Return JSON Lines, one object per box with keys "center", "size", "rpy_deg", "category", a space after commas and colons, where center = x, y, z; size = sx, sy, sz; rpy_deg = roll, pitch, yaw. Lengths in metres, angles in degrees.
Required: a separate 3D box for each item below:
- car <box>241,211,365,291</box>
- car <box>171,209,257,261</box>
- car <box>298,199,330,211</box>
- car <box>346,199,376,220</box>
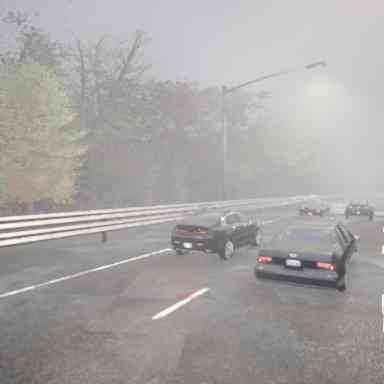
{"center": [3.322, 1.479, 8.980], "size": [2.033, 1.411, 5.357], "rpy_deg": [0, 1, 30], "category": "car"}
{"center": [1.105, 1.411, 12.250], "size": [1.837, 1.490, 4.892], "rpy_deg": [0, 0, 30], "category": "car"}
{"center": [10.545, 1.313, 28.359], "size": [1.895, 1.301, 4.718], "rpy_deg": [11, 8, 30], "category": "car"}
{"center": [13.318, 1.302, 26.248], "size": [2.128, 1.511, 4.902], "rpy_deg": [0, 1, 30], "category": "car"}
